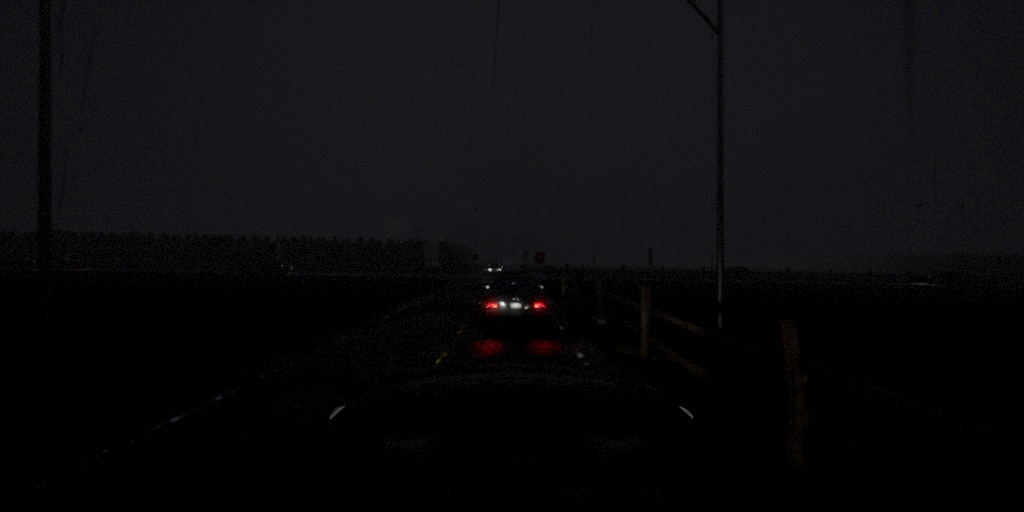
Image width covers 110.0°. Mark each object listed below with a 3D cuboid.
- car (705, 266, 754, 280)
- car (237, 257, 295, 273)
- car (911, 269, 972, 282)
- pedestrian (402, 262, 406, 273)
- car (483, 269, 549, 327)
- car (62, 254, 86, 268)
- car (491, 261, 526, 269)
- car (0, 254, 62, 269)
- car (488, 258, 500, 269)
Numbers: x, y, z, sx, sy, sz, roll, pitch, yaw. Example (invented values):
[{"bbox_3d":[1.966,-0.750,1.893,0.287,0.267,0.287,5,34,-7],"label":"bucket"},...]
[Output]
[{"bbox_3d":[22.641,1.759,37.494,4.674,1.442,1.812,1,-1,0],"label":"car"},{"bbox_3d":[-23.581,0.870,34.403,4.902,1.511,2.128,1,-1,0],"label":"car"},{"bbox_3d":[44.872,2.139,37.508,4.892,1.490,1.837,1,-1,0],"label":"car"},{"bbox_3d":[-12.179,1.209,40.411,0.375,1.300,0.375,0,-2,0],"label":"pedestrian"},{"bbox_3d":[0.097,1.308,11.570,2.033,1.411,5.357,0,0,0],"label":"car"},{"bbox_3d":[-47.297,0.497,37.208,4.892,1.490,1.837,1,-1,2],"label":"car"},{"bbox_3d":[0.131,1.264,21.610,2.128,1.511,4.902,0,0,1],"label":"car"},{"bbox_3d":[-46.956,0.570,34.382,4.718,1.301,1.895,1,-1,0],"label":"car"},{"bbox_3d":[-2.823,1.166,59.793,2.097,1.767,4.553,0,0,0],"label":"car"}]
